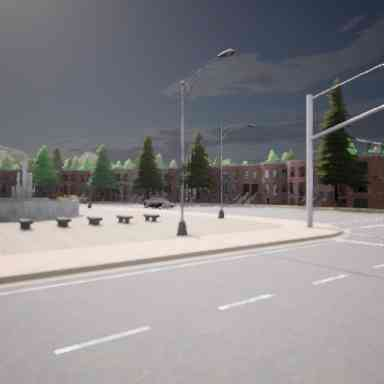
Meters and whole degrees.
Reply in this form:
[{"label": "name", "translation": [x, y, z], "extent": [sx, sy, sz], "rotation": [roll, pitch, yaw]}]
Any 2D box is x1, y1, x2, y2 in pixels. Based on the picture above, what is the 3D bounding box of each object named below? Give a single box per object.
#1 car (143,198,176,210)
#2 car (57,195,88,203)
[{"label": "car", "translation": [-4.217, 1.483, 43.090], "extent": [4.902, 1.511, 2.128], "rotation": [0, 0, 38]}, {"label": "car", "translation": [-18.279, 1.126, 50.839], "extent": [5.008, 1.535, 1.882], "rotation": [0, 0, 16]}]
